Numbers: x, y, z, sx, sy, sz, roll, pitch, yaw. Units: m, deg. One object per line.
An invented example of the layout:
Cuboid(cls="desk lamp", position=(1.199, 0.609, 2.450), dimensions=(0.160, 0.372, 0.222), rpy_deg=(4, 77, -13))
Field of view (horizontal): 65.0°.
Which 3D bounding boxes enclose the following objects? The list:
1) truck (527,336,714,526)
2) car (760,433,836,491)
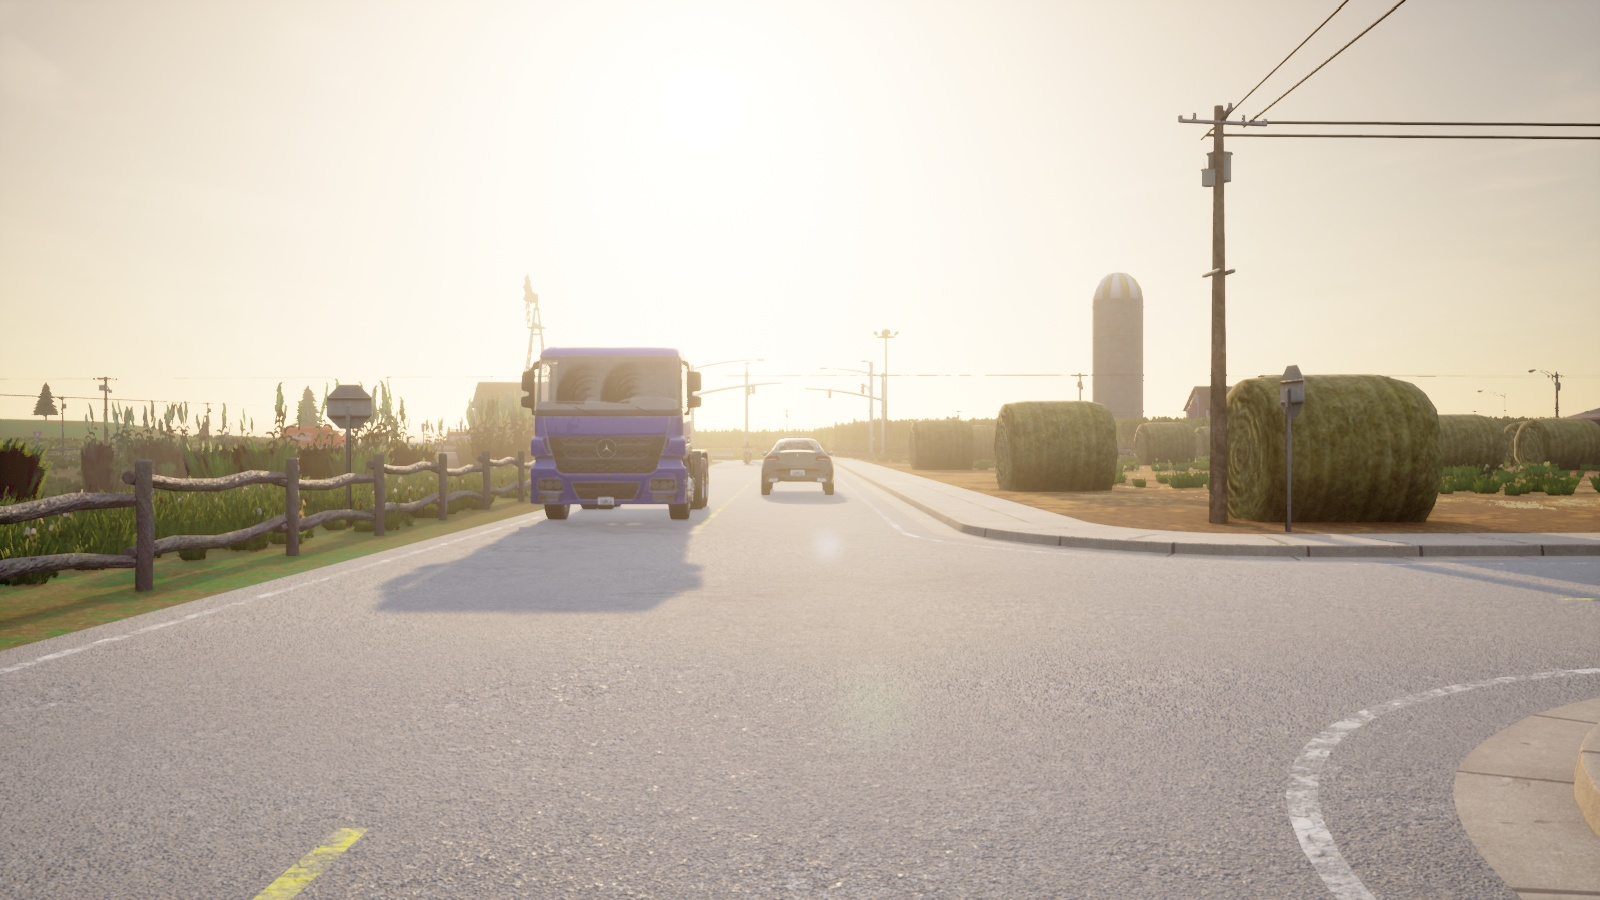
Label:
Cuboid(cls="truck", position=(-3.540, -0.382, 26.823), dimensions=(2.891, 3.462, 7.936), rpy_deg=(0, 1, 0))
Cuboid(cls="car", position=(-0.073, 0.325, 38.033), dimensions=(2.152, 1.651, 5.027), rpy_deg=(0, 0, 0))
